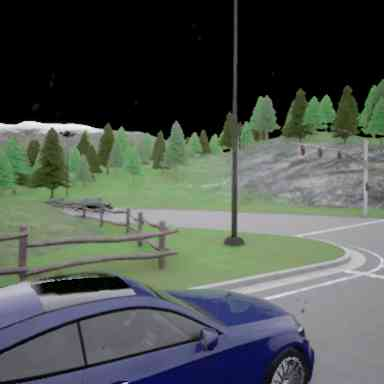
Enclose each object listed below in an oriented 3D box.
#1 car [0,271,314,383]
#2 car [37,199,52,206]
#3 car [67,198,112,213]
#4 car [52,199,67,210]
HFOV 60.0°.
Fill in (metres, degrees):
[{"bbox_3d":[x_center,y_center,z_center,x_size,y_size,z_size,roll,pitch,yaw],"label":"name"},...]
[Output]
[{"bbox_3d":[-0.822,1.535,3.163,4.674,1.442,1.812,1,0,-35],"label":"car"},{"bbox_3d":[-19.571,1.654,48.312,5.357,1.411,2.033,0,0,8],"label":"car"},{"bbox_3d":[-11.742,1.466,38.893,4.553,1.767,2.097,0,0,21],"label":"car"},{"bbox_3d":[-15.172,1.605,43.696,4.902,1.511,2.128,0,-1,14],"label":"car"}]
